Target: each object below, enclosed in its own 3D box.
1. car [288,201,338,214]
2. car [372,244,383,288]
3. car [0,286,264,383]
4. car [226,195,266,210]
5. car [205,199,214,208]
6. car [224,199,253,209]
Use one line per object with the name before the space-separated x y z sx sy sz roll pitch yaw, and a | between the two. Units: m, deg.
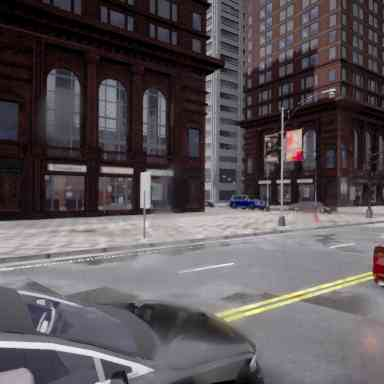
car | 13.390 1.724 37.122 2.033 1.411 5.357 1 -1 -35
car | 6.260 1.489 7.897 5.008 1.535 1.882 0 0 -35
car | -1.569 1.492 2.326 4.902 1.511 2.128 0 0 -35
car | 7.512 1.444 45.399 2.150 2.045 5.566 1 -1 -35
car | 1.694 1.833 53.592 1.994 1.385 4.181 1 -1 -35
car | 7.151 1.848 51.418 1.994 1.385 4.181 1 -1 -35
